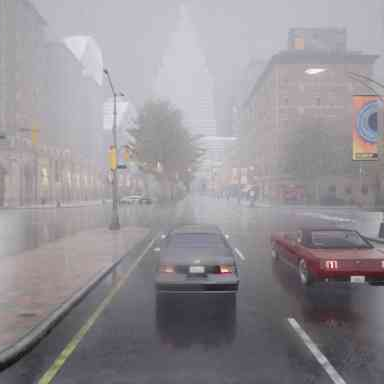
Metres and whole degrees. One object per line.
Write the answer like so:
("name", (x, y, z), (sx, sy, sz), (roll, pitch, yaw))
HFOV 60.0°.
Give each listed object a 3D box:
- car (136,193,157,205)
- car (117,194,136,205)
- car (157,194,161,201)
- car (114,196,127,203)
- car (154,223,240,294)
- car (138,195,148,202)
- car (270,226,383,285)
("car", (-8.119, 1.491, 59.208), (2.128, 1.511, 4.902), (0, 0, 0))
("car", (-11.618, 1.526, 58.918), (1.812, 1.442, 4.674), (0, 0, 0))
("car", (-8.072, 1.526, 68.976), (1.812, 1.442, 4.674), (0, 0, 0))
("car", (-14.822, 1.595, 69.185), (1.895, 1.301, 4.718), (0, 0, 0))
("car", (0.092, 1.547, 8.938), (2.033, 1.411, 5.357), (0, 0, 0))
("car", (-11.583, 1.524, 79.198), (1.812, 1.442, 4.674), (0, 0, 0))
("car", (3.591, 1.601, 9.421), (1.895, 1.301, 4.718), (0, 0, 0))
